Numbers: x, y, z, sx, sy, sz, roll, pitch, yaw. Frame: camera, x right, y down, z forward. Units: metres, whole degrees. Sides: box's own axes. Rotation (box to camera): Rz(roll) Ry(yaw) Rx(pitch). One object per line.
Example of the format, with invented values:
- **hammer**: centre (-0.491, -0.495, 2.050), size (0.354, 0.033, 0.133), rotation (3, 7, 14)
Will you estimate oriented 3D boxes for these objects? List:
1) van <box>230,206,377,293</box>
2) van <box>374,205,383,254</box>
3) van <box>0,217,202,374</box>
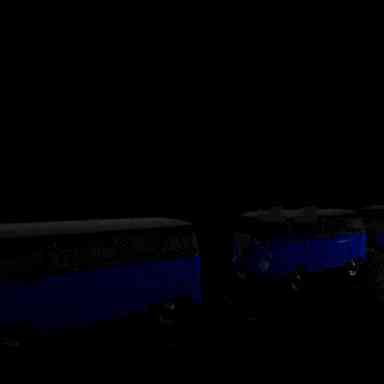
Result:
- **van**: centre (2.812, 1.338, 8.548), size (3.998, 1.788, 1.690), rotation (0, -1, -35)
- **van**: centre (7.361, 1.334, 11.788), size (3.998, 1.788, 1.690), rotation (0, -1, -35)
- **van**: centre (-1.738, 1.340, 5.307), size (3.998, 1.788, 1.690), rotation (0, -1, -35)
